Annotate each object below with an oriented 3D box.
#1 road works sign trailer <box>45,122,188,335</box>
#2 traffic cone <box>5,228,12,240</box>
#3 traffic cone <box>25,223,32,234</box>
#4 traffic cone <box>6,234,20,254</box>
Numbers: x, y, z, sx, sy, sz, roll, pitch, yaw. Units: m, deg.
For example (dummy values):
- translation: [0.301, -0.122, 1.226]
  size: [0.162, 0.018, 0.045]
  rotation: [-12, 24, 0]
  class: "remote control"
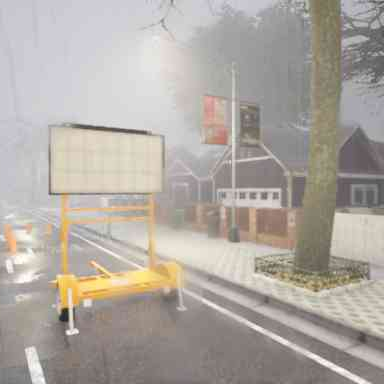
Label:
- translation: [-1.761, 0.455, 6.982]
  size: [2.380, 3.560, 2.880]
  rotation: [0, 0, -31]
  class: "road works sign trailer"
- translation: [-7.593, 1.948, 13.974]
  size: [0.340, 0.580, 0.340]
  rotation: [0, 0, -31]
  class: "traffic cone"
- translation: [-8.804, 1.945, 17.915]
  size: [0.340, 0.580, 0.340]
  rotation: [0, 0, -31]
  class: "traffic cone"
- translation: [-6.558, 1.949, 12.263]
  size: [0.340, 0.580, 0.340]
  rotation: [0, 0, -31]
  class: "traffic cone"
